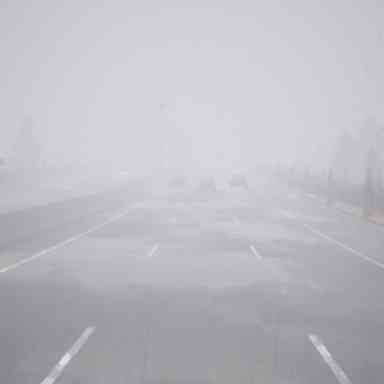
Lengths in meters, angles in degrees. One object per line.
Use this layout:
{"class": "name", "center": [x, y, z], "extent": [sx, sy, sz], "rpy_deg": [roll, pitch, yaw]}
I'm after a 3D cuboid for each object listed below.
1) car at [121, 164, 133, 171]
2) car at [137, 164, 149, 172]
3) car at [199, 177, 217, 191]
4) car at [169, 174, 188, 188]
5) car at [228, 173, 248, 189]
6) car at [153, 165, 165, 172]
{"class": "car", "center": [-14.049, -5.292, 72.256], "extent": [2.128, 1.511, 4.902], "rpy_deg": [1, 7, 3]}
{"class": "car", "center": [-10.554, -5.241, 72.086], "extent": [1.812, 1.442, 4.674], "rpy_deg": [1, 7, 3]}
{"class": "car", "center": [1.705, -0.972, 36.720], "extent": [2.033, 1.411, 5.357], "rpy_deg": [1, 7, 3]}
{"class": "car", "center": [-1.622, -1.411, 39.747], "extent": [2.128, 1.511, 4.902], "rpy_deg": [1, 7, 3]}
{"class": "car", "center": [5.372, -1.450, 39.409], "extent": [2.097, 1.767, 4.553], "rpy_deg": [1, 7, 3]}
{"class": "car", "center": [-7.065, -5.146, 71.782], "extent": [2.033, 1.411, 5.357], "rpy_deg": [1, 7, 3]}
